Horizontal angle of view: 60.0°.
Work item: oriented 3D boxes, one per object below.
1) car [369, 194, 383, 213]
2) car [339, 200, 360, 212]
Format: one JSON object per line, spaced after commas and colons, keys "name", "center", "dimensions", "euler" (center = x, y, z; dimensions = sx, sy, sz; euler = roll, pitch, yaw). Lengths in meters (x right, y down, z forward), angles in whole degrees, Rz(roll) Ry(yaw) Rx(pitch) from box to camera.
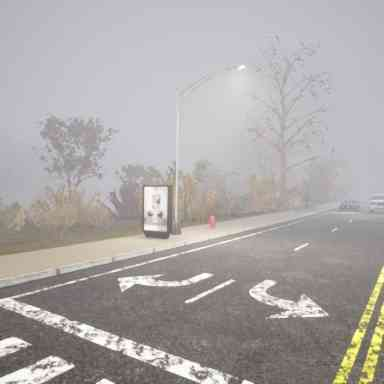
{"name": "car", "center": [21.577, 1.262, 37.926], "dimensions": [2.150, 2.045, 5.566], "euler": [0, 0, 31]}
{"name": "car", "center": [18.795, 1.602, 39.607], "dimensions": [1.994, 1.385, 4.181], "euler": [0, 0, 31]}
